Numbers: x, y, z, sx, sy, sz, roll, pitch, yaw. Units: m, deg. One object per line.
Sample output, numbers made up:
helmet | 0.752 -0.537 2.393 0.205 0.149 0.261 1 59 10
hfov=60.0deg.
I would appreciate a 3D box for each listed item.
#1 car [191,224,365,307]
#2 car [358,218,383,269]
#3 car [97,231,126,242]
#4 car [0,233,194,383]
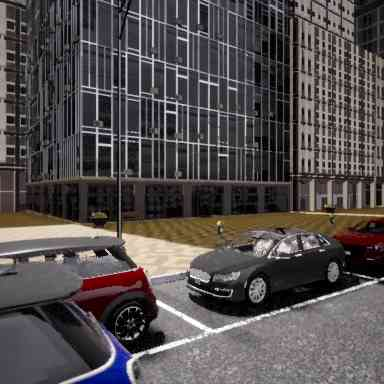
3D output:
car | 1.895 1.551 7.893 4.403 1.369 2.008 0 0 -35
car | 6.408 1.547 11.093 4.507 1.381 1.887 0 0 -35
car | -2.618 1.440 4.694 4.097 1.590 1.967 0 0 -35
car | -2.464 1.352 1.628 4.553 1.767 2.097 0 0 -35
